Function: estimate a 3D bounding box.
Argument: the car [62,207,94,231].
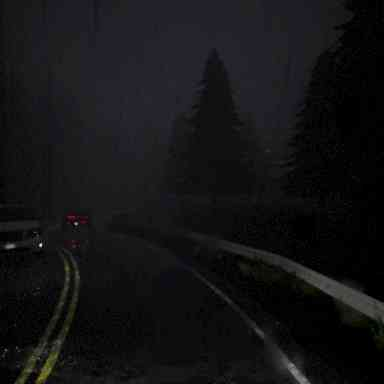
[{"bbox_3d":[-8.024,1.797,23.403,1.837,1.490,4.892,-2,0,-16],"label":"car"}]

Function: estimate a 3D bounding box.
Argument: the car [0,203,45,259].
[{"bbox_3d":[-7.309,1.491,13.207,2.150,2.045,5.566,-3,0,-31],"label":"car"}]

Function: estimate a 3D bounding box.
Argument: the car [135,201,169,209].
[{"bbox_3d":[-4.638,1.779,39.581,1.837,1.490,4.892,2,2,35],"label":"car"}]
